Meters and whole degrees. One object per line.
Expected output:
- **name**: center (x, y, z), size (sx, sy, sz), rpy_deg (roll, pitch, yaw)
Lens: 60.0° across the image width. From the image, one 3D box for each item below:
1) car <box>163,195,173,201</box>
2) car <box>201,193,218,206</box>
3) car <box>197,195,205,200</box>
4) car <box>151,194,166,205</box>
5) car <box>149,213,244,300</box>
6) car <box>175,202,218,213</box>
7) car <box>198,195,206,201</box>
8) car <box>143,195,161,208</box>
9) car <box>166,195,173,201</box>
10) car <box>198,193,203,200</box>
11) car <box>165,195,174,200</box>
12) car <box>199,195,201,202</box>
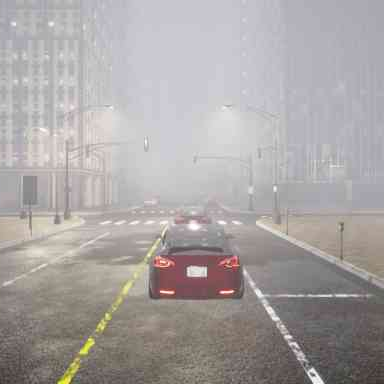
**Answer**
- **car**: center (-5.915, 1.425, 82.209), size (2.008, 1.369, 4.403), rpy_deg (0, 0, 0)
- **car**: center (2.689, 1.398, 48.177), size (1.967, 1.590, 4.097), rpy_deg (0, 0, 0)
- **car**: center (2.449, 1.407, 87.901), size (2.008, 1.369, 4.403), rpy_deg (0, 0, 0)
- **car**: center (-5.936, 1.262, 53.832), size (2.192, 1.841, 5.009), rpy_deg (0, 0, 0)
- **car**: center (0.075, 1.502, 8.416), size (2.163, 1.488, 4.792), rpy_deg (0, 0, 0)
- **car**: center (0.040, 1.496, 18.411), size (2.163, 1.488, 4.792), rpy_deg (0, 0, 0)
- **car**: center (2.465, 1.419, 82.227), size (1.887, 1.381, 4.507), rpy_deg (0, 0, 0)
- **car**: center (-5.950, 1.483, 47.984), size (1.752, 1.417, 4.829), rpy_deg (0, 0, 0)
- **car**: center (-5.900, 1.435, 76.534), size (1.887, 1.381, 4.507), rpy_deg (0, 0, 0)
- **car**: center (2.498, 1.221, 70.877), size (2.192, 1.841, 5.009), rpy_deg (0, 0, 0)
- **car**: center (-5.931, 1.407, 87.885), size (2.008, 1.369, 4.403), rpy_deg (0, 0, 0)
- **car**: center (2.643, 1.497, 53.855), size (2.008, 1.369, 4.403), rpy_deg (0, 0, 0)
